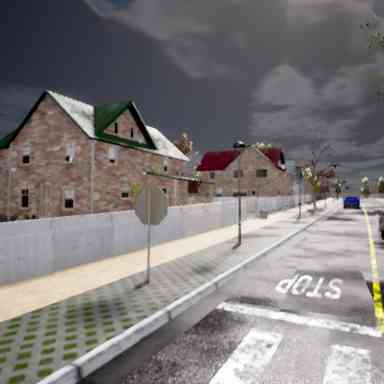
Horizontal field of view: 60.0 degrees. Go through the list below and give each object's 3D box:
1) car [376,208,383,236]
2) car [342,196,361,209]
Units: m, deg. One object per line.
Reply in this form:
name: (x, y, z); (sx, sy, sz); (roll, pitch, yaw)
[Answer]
car: (10.557, 1.355, 16.886); (2.128, 1.511, 4.902); (0, 0, 28)
car: (19.990, 1.246, 41.619); (1.882, 1.535, 5.008); (0, 0, 26)
